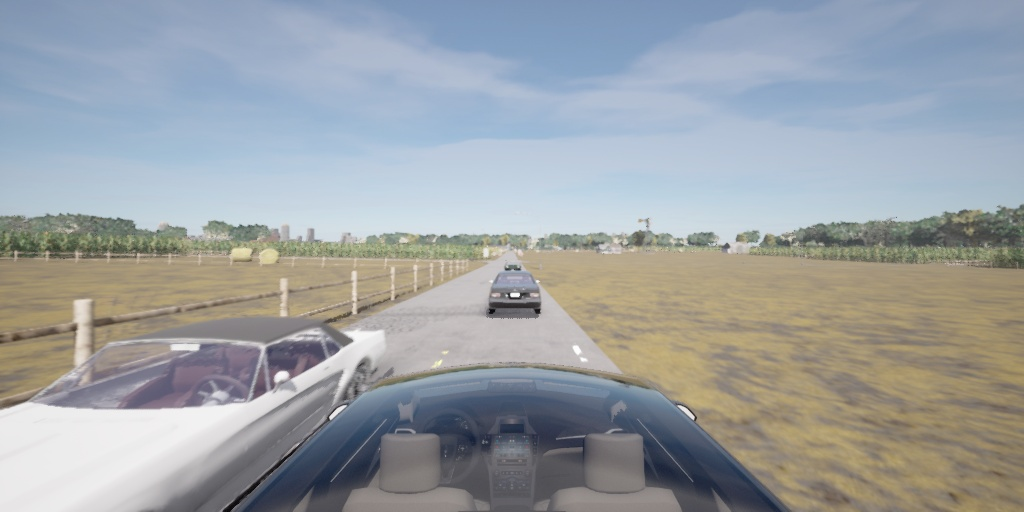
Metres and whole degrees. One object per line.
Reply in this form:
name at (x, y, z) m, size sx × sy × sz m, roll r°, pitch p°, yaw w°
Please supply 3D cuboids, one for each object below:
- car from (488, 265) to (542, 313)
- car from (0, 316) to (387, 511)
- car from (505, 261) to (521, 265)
car at (0.098, 1.256, 13.726) m, size 2.033 × 1.411 × 5.357 m, roll 0°, pitch 0°, yaw 0°
car at (-2.846, 1.347, 3.257) m, size 1.895 × 1.301 × 4.718 m, roll 0°, pitch 0°, yaw 0°
car at (0.088, 1.169, 40.321) m, size 1.895 × 1.301 × 4.718 m, roll 0°, pitch 0°, yaw 0°
